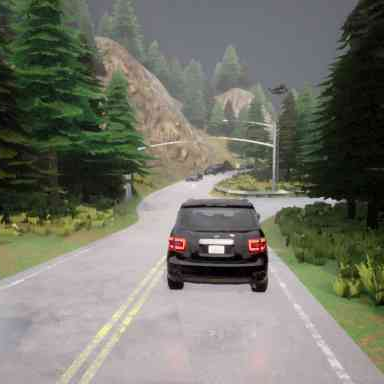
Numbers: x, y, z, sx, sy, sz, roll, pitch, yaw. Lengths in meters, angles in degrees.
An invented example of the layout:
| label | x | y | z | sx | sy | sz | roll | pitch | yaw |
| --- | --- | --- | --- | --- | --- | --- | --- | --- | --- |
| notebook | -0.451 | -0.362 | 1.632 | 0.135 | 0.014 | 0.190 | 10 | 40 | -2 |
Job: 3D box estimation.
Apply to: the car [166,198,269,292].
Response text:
| label | x | y | z | sx | sy | sz | roll | pitch | yaw |
| --- | --- | --- | --- | --- | --- | --- | --- | --- | --- |
| car | 0.705 | 1.172 | 8.993 | 2.150 | 2.045 | 5.566 | 0 | 0 | 5 |

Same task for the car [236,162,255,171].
| label | x | y | z | sx | sy | sz | roll | pitch | yaw |
| --- | --- | --- | --- | --- | --- | --- | --- | --- | --- |
| car | 11.484 | -5.593 | 70.932 | 4.553 | 1.767 | 2.097 | -9 | 9 | -36 |

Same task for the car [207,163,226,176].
| label | x | y | z | sx | sy | sz | roll | pitch | yaw |
| --- | --- | --- | --- | --- | --- | --- | --- | --- | --- |
| car | 4.447 | -4.336 | 63.781 | 2.150 | 2.045 | 5.566 | 4 | 10 | 36 |

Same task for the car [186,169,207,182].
| label | x | y | z | sx | sy | sz | roll | pitch | yaw |
| --- | --- | --- | --- | --- | --- | --- | --- | --- | --- |
| car | 0.425 | -2.530 | 55.250 | 1.994 | 1.385 | 4.181 | 2 | 10 | 19 |
